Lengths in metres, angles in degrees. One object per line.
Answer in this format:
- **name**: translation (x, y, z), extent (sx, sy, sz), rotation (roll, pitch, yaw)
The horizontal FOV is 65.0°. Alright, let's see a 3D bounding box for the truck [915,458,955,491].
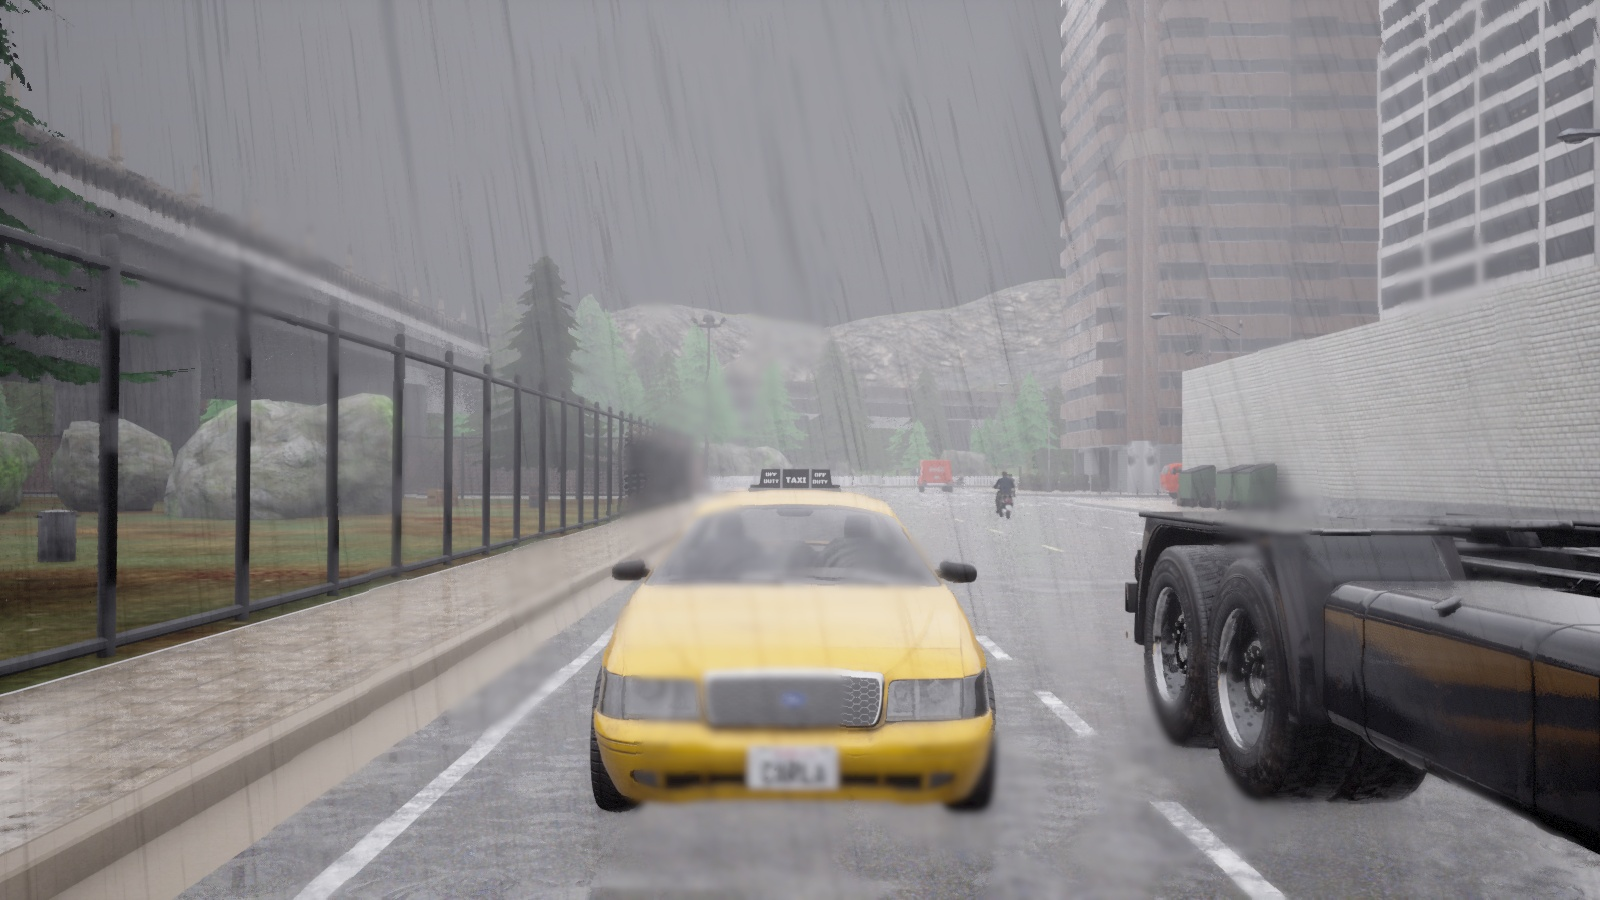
- **truck**: translation (10.346, 1.903, 96.545), extent (2.627, 2.467, 5.204), rotation (0, -1, 2)

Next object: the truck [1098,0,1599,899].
- **truck**: translation (3.483, -0.105, 4.529), extent (2.891, 3.462, 7.936), rotation (0, -1, 0)

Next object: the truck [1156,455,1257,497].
- **truck**: translation (24.399, 1.552, 75.578), extent (5.204, 2.467, 2.627), rotation (0, -1, 0)

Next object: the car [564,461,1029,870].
- **car**: translation (-0.022, 0.880, 7.560), extent (1.801, 1.575, 5.366), rotation (0, -1, 0)

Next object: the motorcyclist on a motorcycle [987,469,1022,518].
- **motorcyclist on a motorcycle**: translation (6.878, 1.449, 42.274), extent (0.866, 1.590, 1.817), rotation (0, -1, 0)
